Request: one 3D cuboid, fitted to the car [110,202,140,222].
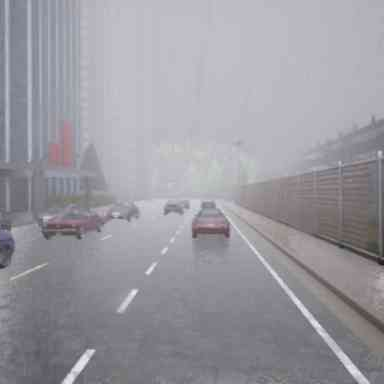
[{"bbox_3d":[-5.675,1.599,27.903,2.128,1.511,4.902,0,0,3],"label":"car"}]

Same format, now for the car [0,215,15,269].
[{"bbox_3d":[-6.599,1.591,8.828,1.812,1.442,4.674,0,0,3],"label":"car"}]

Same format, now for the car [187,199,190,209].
[{"bbox_3d":[-1.275,1.619,46.830,2.128,1.511,4.902,0,0,3],"label":"car"}]

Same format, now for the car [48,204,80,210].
[{"bbox_3d":[-9.375,1.614,24.231,2.128,1.511,4.902,0,0,3],"label":"car"}]

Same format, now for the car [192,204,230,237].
[{"bbox_3d":[1.023,1.603,18.406,1.994,1.385,4.181,0,0,3],"label":"car"}]

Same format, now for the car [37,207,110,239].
[{"bbox_3d":[-6.190,1.686,17.898,1.895,1.301,4.718,0,0,3],"label":"car"}]

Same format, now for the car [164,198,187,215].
[{"bbox_3d":[-1.831,1.606,34.910,1.837,1.490,4.892,0,0,3],"label":"car"}]

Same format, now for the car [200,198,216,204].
[{"bbox_3d":[2.104,1.572,42.898,1.882,1.535,5.008,0,0,3],"label":"car"}]
